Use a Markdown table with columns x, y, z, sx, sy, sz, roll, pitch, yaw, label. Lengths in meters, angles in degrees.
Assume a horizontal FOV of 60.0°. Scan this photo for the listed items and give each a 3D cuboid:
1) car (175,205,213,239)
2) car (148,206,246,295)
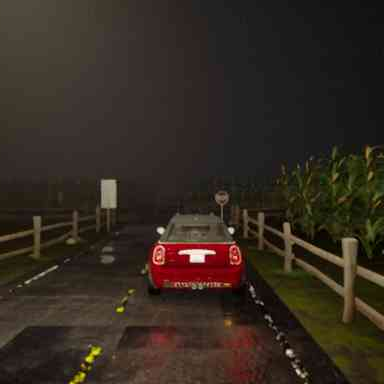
| x | y | z | sx | sy | sz | roll | pitch | yaw | label |
| --- | --- | --- | --- | --- | --- | --- | --- | --- | --- |
| 0.145 | 1.549 | 18.789 | 1.837 | 1.490 | 4.892 | 0 | 0 | 1 | car |
| 0.103 | 1.373 | 8.909 | 2.097 | 1.767 | 4.553 | 0 | 0 | 0 | car |
